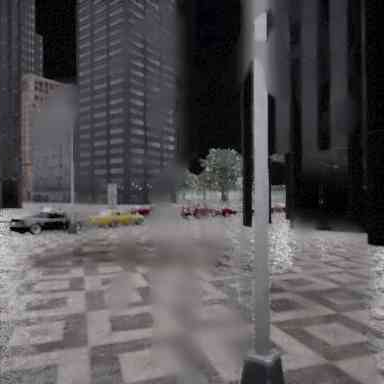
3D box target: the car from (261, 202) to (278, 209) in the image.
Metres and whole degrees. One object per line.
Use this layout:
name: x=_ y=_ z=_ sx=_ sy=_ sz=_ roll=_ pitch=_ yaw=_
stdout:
car: x=16.788 y=2.854 z=71.860 sx=1.887 sy=1.381 sz=4.507 roll=-2 pitch=-2 yaw=36

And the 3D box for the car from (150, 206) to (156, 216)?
car: x=-6.185 y=2.195 z=39.722 sx=1.887 sy=1.381 sz=4.507 roll=-2 pitch=-2 yaw=36

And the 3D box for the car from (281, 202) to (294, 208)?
car: x=23.353 y=3.073 z=81.041 sx=1.802 sy=1.307 sz=4.206 roll=-1 pitch=-2 yaw=36

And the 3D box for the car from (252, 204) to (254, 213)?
car: x=7.315 y=2.372 z=43.947 sx=1.802 sy=1.307 sz=4.206 roll=-2 pitch=-2 yaw=36

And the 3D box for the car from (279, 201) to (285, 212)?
car: x=13.874 y=2.421 z=53.128 sx=1.967 sy=1.590 sz=4.097 roll=-2 pitch=-2 yaw=36

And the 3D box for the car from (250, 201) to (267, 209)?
car: x=13.505 y=2.658 z=67.271 sx=1.967 sy=1.590 sz=4.097 roll=-2 pitch=-2 yaw=36

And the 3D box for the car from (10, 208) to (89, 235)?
car: x=-9.098 y=1.899 z=20.986 sx=1.947 sy=1.339 sz=4.313 roll=-2 pitch=-2 yaw=36

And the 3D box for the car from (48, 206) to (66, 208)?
car: x=-12.748 y=2.020 z=30.540 sx=2.008 sy=1.369 sz=4.403 roll=-1 pitch=-2 yaw=36

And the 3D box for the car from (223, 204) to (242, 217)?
car: x=4.028 y=2.239 z=39.351 sx=1.887 sy=1.381 sz=4.507 roll=-2 pitch=-2 yaw=36

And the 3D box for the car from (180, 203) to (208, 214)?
car: x=0.378 y=2.389 z=48.904 sx=2.008 sy=1.369 sz=4.403 roll=-2 pitch=-2 yaw=36

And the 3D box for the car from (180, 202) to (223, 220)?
car: x=0.744 y=1.917 z=34.767 sx=2.192 sy=1.841 sz=5.009 roll=-2 pitch=-2 yaw=36

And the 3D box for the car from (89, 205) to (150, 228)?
car: x=-5.719 y=1.948 z=25.716 sx=1.752 sy=1.417 sz=4.829 roll=-2 pitch=-2 yaw=36

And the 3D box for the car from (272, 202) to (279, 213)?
car: x=10.592 y=2.431 z=48.534 sx=1.887 sy=1.381 sz=4.507 roll=-2 pitch=-2 yaw=36

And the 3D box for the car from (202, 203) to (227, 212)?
car: x=3.660 y=2.485 z=53.495 sx=2.008 sy=1.369 sz=4.403 roll=-2 pitch=-2 yaw=36

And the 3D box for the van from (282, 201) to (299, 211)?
van: x=17.155 y=2.416 z=57.722 sx=1.690 sy=1.788 sz=3.998 roll=-2 pitch=-2 yaw=36

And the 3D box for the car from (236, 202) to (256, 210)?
car: x=10.224 y=2.675 z=62.677 sx=2.008 sy=1.369 sz=4.403 roll=-2 pitch=-2 yaw=36
